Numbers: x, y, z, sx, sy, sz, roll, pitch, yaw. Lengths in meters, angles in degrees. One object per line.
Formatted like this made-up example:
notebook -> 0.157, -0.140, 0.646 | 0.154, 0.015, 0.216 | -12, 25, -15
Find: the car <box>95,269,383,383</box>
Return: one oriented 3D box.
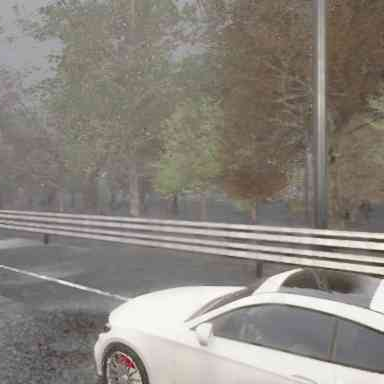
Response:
car -> 1.078, 1.527, 3.225 | 4.674, 1.442, 1.812 | 0, 0, 35
